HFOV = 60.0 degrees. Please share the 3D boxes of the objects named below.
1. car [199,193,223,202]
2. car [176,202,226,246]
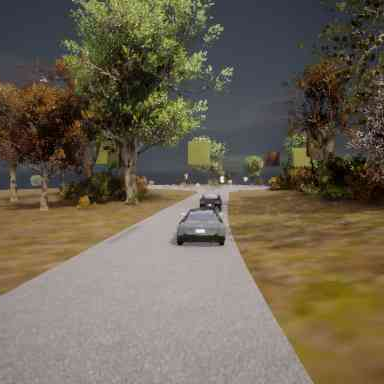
[{"bbox_3d":[1.712,0.792,29.368,1.882,1.535,5.008,0,3,6],"label":"car"},{"bbox_3d":[0.437,1.392,14.516,1.994,1.385,4.181,0,1,3],"label":"car"}]
